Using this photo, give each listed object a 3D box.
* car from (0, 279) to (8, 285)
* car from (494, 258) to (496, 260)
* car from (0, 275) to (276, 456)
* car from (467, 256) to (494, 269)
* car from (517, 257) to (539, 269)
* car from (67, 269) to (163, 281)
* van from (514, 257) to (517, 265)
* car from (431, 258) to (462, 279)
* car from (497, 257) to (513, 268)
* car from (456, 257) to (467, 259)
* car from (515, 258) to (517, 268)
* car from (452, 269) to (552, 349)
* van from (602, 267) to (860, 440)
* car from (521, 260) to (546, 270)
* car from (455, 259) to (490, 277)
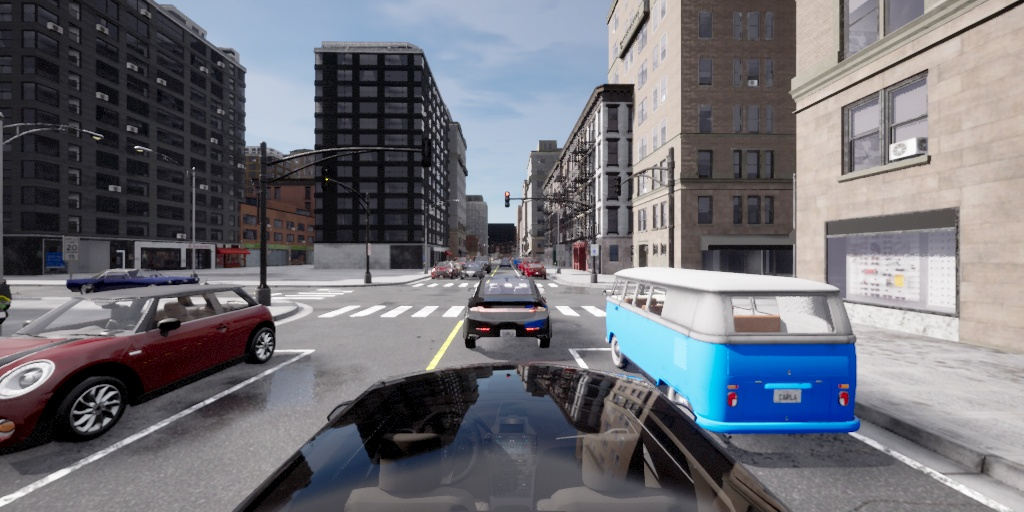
[{"bbox_3d":[-27.475,1.165,16.912,5.357,1.411,2.033,0,0,-1],"label":"car"},{"bbox_3d":[-3.792,1.323,52.192,2.033,1.411,5.357,0,0,-1],"label":"car"},{"bbox_3d":[-5.440,1.192,5.103,1.967,1.591,4.097,0,0,-1],"label":"car"},{"bbox_3d":[-3.594,0.994,41.790,2.150,2.045,5.566,0,0,0],"label":"car"},{"bbox_3d":[1.968,1.084,37.539,2.192,1.841,5.009,0,0,-1],"label":"car"},{"bbox_3d":[-17.817,1.273,17.100,4.718,1.301,1.895,0,0,-1],"label":"car"},{"bbox_3d":[1.658,1.117,53.766,1.690,1.789,3.998,0,0,-1],"label":"van"},{"bbox_3d":[-5.953,1.207,31.978,1.967,1.591,4.097,0,0,-1],"label":"car"},{"bbox_3d":[-1.142,1.342,62.290,1.994,1.385,4.181,0,0,-1],"label":"car"},{"bbox_3d":[-6.159,1.087,42.795,2.192,1.841,5.009,0,0,-1],"label":"car"},{"bbox_3d":[1.761,1.320,48.356,1.888,1.381,4.507,0,0,-1],"label":"car"},{"bbox_3d":[-0.128,1.246,9.190,2.128,1.511,4.902,0,0,-1],"label":"car"},{"bbox_3d":[2.584,1.093,5.255,1.690,1.789,3.998,0,0,-1],"label":"van"},{"bbox_3d":[2.071,1.312,32.131,1.888,1.381,4.507,0,0,-1],"label":"car"},{"bbox_3d":[-3.401,1.258,31.627,2.128,1.511,4.902,0,0,-1],"label":"car"}]
